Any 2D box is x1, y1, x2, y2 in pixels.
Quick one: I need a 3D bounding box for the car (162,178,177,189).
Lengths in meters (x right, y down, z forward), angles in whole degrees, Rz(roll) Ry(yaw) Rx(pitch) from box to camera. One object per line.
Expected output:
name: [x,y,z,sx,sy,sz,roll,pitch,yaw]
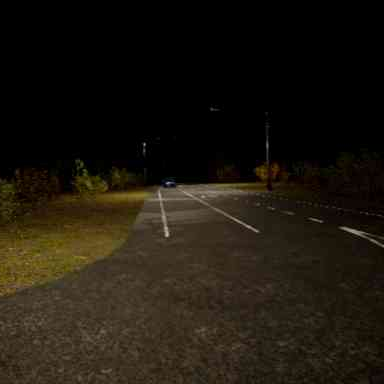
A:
car: [-4.452,-1.716,63.666,2.150,2.045,5.566,-2,3,-1]
